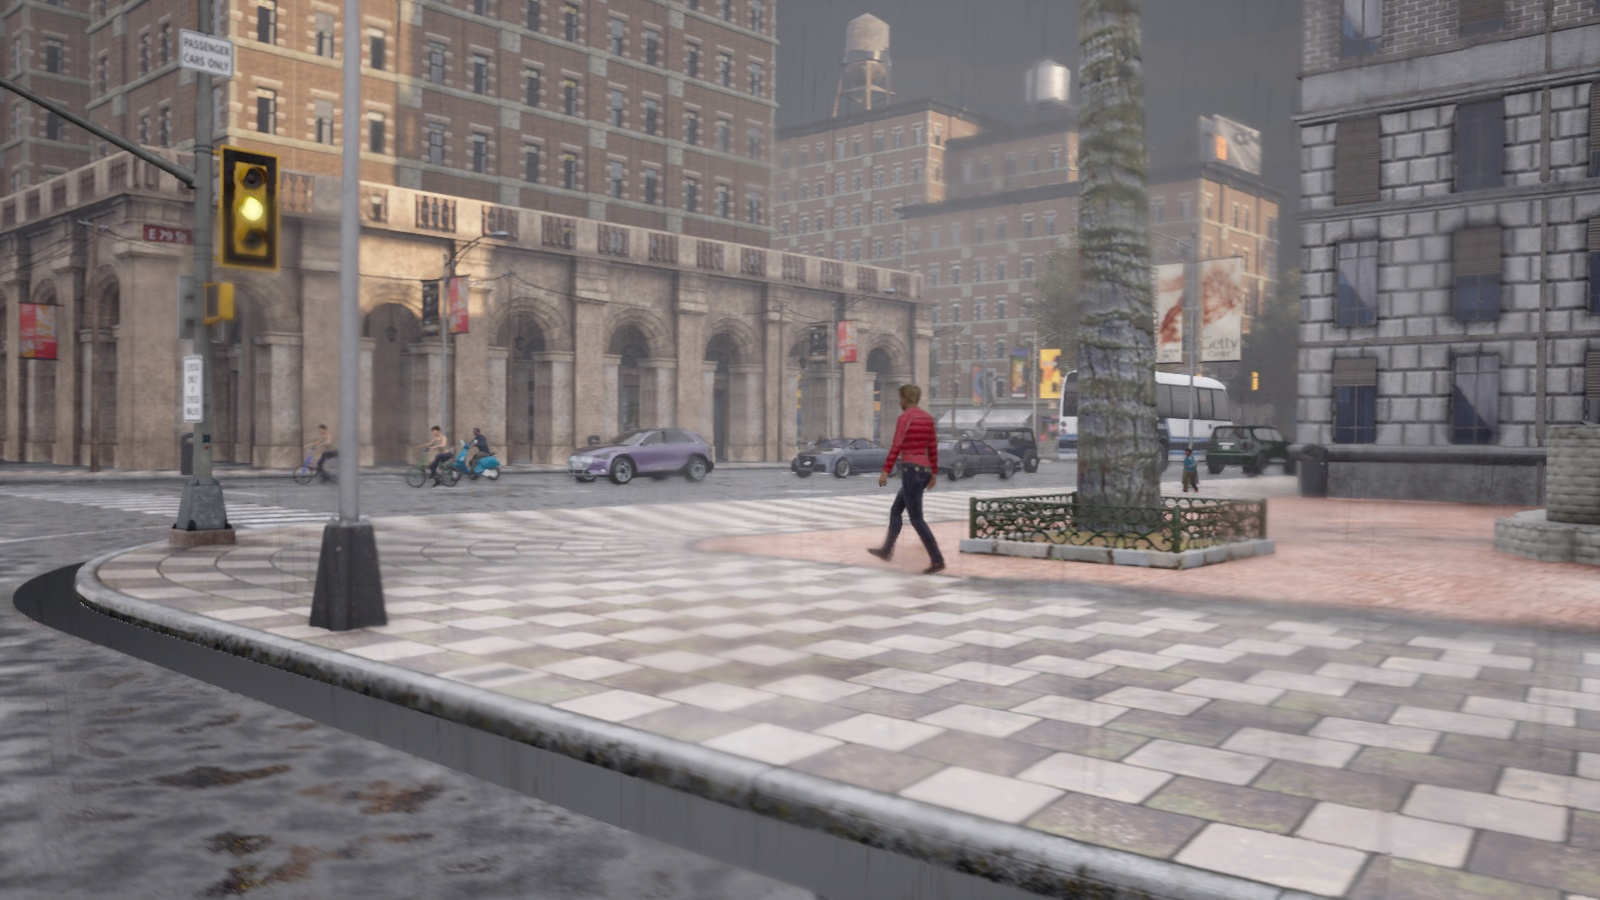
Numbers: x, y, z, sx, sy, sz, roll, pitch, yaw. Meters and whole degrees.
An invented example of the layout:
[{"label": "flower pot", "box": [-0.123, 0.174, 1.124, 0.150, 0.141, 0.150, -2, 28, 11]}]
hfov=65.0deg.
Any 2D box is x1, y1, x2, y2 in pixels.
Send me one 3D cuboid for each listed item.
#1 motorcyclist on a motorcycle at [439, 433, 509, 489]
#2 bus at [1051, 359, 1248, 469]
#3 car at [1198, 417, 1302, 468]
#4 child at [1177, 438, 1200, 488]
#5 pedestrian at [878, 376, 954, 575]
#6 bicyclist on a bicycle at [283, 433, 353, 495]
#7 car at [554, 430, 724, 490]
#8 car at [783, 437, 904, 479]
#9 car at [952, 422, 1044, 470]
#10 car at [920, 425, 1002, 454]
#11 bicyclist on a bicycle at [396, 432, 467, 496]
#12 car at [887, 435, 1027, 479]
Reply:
[{"label": "motorcyclist on a motorcycle", "box": [-9.676, 0.305, 37.268, 0.866, 1.590, 1.817, 0, 1, 43]}, {"label": "bus", "box": [15.209, -1.433, 53.906, 3.944, 4.253, 10.273, 0, 1, 42]}, {"label": "car", "box": [19.017, -0.356, 52.900, 2.150, 2.045, 5.566, 0, 1, 42]}, {"label": "child", "box": [9.378, 0.319, 30.300, 0.448, 1.192, 0.343, -1, 1, -41]}, {"label": "pedestrian", "box": [1.105, 0.233, 11.946, 0.636, 1.846, 0.331, 0, 1, 42]}, {"label": "bicyclist on a bicycle", "box": [-12.917, 0.359, 33.659, 0.866, 1.612, 1.509, 0, 1, 43]}, {"label": "car", "box": [-4.727, 0.239, 37.475, 2.033, 1.649, 4.856, 0, 1, 43]}, {"label": "car", "box": [1.564, 0.238, 44.240, 1.994, 1.385, 4.181, 0, 1, 43]}, {"label": "car", "box": [8.134, -0.171, 51.343, 1.905, 1.878, 3.866, 0, 1, 42]}, {"label": "car", "box": [11.505, -0.750, 89.910, 5.566, 2.045, 2.150, 0, 1, 42]}, {"label": "bicyclist on a bicycle", "box": [-9.483, 0.347, 32.344, 0.866, 1.612, 1.509, 0, 1, 43]}, {"label": "car", "box": [5.500, 0.201, 43.333, 2.033, 1.411, 5.357, 0, 1, 43]}]
